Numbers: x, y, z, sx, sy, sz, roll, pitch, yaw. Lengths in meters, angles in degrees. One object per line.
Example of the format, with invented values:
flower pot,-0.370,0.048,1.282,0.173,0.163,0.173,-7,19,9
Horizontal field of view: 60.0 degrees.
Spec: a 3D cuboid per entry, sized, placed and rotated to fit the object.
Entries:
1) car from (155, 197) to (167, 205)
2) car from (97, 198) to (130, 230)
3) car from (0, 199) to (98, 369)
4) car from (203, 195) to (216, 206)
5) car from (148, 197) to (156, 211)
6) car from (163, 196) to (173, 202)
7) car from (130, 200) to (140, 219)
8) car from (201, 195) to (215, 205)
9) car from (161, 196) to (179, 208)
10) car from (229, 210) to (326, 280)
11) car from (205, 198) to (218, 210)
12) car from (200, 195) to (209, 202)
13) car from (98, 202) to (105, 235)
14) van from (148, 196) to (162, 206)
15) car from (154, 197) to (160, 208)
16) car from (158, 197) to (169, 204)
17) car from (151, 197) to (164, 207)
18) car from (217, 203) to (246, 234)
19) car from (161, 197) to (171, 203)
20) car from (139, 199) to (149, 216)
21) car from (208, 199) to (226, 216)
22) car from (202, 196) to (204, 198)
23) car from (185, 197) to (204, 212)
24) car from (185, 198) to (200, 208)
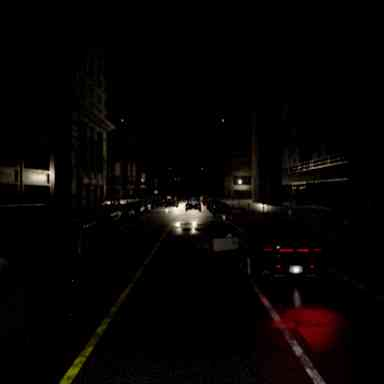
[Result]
car,-5.639,1.680,60.762,1.802,1.307,4.206,0,0,0
car,-5.723,1.344,21.306,2.192,1.841,5.009,0,0,0
car,-3.094,1.227,4.172,2.150,2.045,5.566,0,0,0
car,2.850,1.504,43.839,1.967,1.590,4.097,0,0,0
car,-5.687,1.605,38.215,2.008,1.369,4.403,0,0,0
car,-5.604,1.690,77.672,2.008,1.369,4.403,0,0,0
car,-5.710,1.603,26.943,1.947,1.339,4.313,0,0,0
car,2.884,1.413,60.747,2.192,1.841,5.009,0,0,0
car,-2.898,1.652,49.092,2.033,1.411,5.357,0,0,0
car,2.374,1.518,9.993,1.837,1.490,4.892,0,0,0
car,2.838,1.636,38.203,1.802,1.307,4.206,0,0,0
car,2.921,1.579,77.655,1.967,1.590,4.097,0,0,0
car,-5.735,1.461,15.669,1.967,1.590,4.097,0,0,0
van,-5.664,1.415,49.489,1.690,1.788,3.998,0,0,0
car,-5.675,1.646,43.852,1.802,1.307,4.206,0,0,0
car,-5.628,1.677,66.398,1.947,1.339,4.313,0,0,0
car,-5.652,1.611,54.955,1.752,1.417,4.829,0,0,0
car,2.803,1.611,21.294,1.802,1.307,4.206,0,0,0
car,-5.616,1.691,72.035,1.947,1.339,4.313,0,0,0
car,-5.698,1.611,32.579,1.947,1.339,4.313,0,0,0
car,2.827,1.627,32.566,1.802,1.307,4.206,0,0,0
car,2.873,1.401,55.111,2.192,1.841,5.009,0,0,0
car,0.160,1.657,39.685,1.895,1.301,4.718,0,0,0
car,0.103,1.622,49.557,2.033,1.411,5.357,0,0,0
